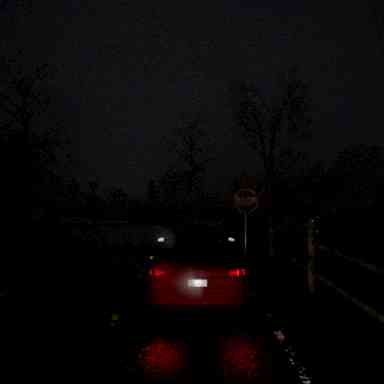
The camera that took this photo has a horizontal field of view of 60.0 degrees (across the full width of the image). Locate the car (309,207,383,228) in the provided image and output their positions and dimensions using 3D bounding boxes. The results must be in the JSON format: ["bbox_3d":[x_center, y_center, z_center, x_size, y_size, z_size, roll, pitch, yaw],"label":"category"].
[{"bbox_3d":[11.493,1.799,24.366,5.357,1.411,2.033,1,1,0],"label":"car"}]

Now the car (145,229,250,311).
[{"bbox_3d":[0.100,1.562,7.821,1.994,1.385,4.181,0,0,0],"label":"car"}]
